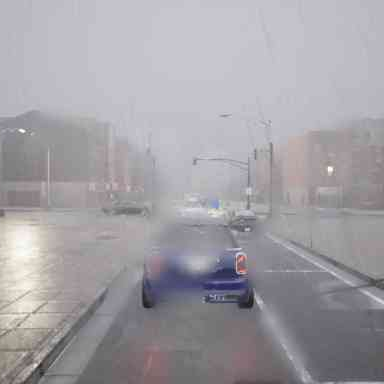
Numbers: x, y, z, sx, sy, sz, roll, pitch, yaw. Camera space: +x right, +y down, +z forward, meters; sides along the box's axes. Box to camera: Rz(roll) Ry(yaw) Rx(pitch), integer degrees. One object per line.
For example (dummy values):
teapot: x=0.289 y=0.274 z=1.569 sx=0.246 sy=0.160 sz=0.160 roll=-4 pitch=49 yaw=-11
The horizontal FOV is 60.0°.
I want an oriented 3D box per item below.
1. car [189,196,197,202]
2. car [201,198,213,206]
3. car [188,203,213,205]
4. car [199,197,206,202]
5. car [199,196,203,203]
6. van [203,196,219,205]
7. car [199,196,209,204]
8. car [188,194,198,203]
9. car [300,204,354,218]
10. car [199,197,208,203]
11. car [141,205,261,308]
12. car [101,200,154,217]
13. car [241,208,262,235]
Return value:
car: x=0.167 y=1.845 z=85.454 sx=2.033 sy=1.411 sz=5.357 roll=0 pitch=-1 yaw=0
car: x=2.740 y=1.793 z=60.956 sx=2.008 sy=1.369 sz=4.403 roll=-1 pitch=-1 yaw=0
car: x=0.164 y=1.546 z=17.878 sx=1.812 sy=1.442 sz=4.674 roll=0 pitch=0 yaw=1
car: x=2.800 y=2.138 z=92.696 sx=1.802 sy=1.307 sz=4.206 roll=-2 pitch=-1 yaw=0
car: x=2.725 y=1.516 z=55.669 sx=2.192 sy=1.841 sz=5.009 roll=-1 pitch=0 yaw=0
van: x=2.706 y=1.474 z=45.087 sx=1.690 sy=1.788 sz=3.998 roll=-1 pitch=0 yaw=0
car: x=2.767 y=1.824 z=76.828 sx=1.967 sy=1.590 sz=4.097 roll=-1 pitch=-1 yaw=0
car: x=0.147 y=1.583 z=75.065 sx=2.150 sy=2.045 sz=5.566 roll=0 pitch=-1 yaw=0
car: x=13.312 y=1.826 z=33.081 sx=4.718 sy=1.301 sz=1.895 roll=1 pitch=1 yaw=1
car: x=2.780 y=1.982 z=82.117 sx=1.887 sy=1.381 sz=4.507 roll=-1 pitch=-1 yaw=0
car: x=0.114 y=1.355 z=8.058 sx=2.097 sy=1.767 sz=4.553 roll=0 pitch=0 yaw=0
car: x=-5.881 y=1.495 z=30.748 sx=4.902 sy=1.511 sz=2.128 roll=1 pitch=1 yaw=-8
car: x=2.661 y=1.572 z=18.128 sx=2.008 sy=1.369 sz=4.403 roll=-1 pitch=0 yaw=0
